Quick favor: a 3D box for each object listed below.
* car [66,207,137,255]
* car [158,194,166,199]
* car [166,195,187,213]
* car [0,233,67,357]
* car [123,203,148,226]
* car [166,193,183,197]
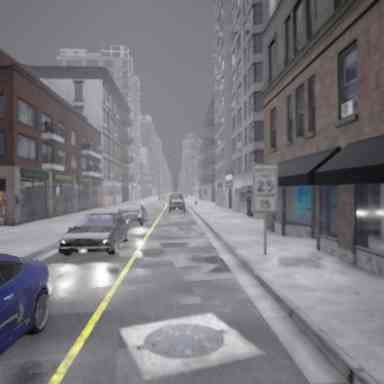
[{"bbox_3d":[-3.714,1.564,13.650,2.033,1.411,5.357,-1,0,-3],"label":"car"},{"bbox_3d":[-6.601,1.164,74.220,1.837,1.490,4.892,-1,0,-3],"label":"car"},{"bbox_3d":[-1.644,1.458,36.591,1.837,1.490,4.892,-1,0,-3],"label":"car"},{"bbox_3d":[-3.240,1.552,4.027,1.812,1.442,4.674,-1,0,-3],"label":"car"},{"bbox_3d":[-4.199,1.530,23.711,1.812,1.442,4.674,-1,0,-3],"label":"car"},{"bbox_3d":[-2.190,1.155,47.594,2.150,2.045,5.566,-1,0,-3],"label":"car"}]
